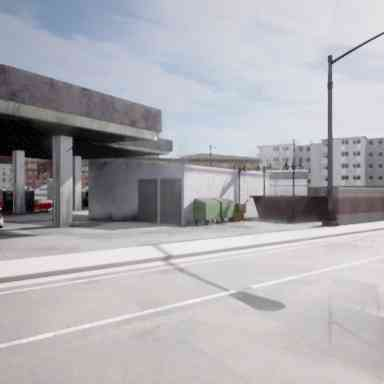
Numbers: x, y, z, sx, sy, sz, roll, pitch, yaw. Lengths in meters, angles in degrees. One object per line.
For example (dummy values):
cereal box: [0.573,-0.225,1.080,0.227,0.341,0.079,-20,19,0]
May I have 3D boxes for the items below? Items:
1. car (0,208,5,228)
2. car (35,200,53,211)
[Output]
car: [-12.772,1.455,20.495,1.970,1.475,3.806,0,0,-34]
car: [-18.360,1.597,40.299,1.895,1.301,4.718,0,0,29]
